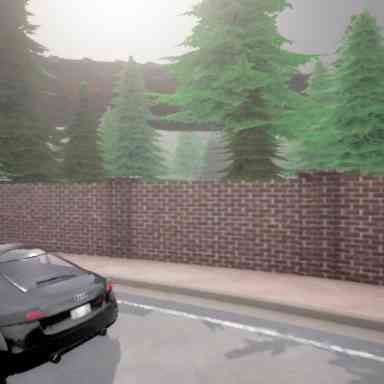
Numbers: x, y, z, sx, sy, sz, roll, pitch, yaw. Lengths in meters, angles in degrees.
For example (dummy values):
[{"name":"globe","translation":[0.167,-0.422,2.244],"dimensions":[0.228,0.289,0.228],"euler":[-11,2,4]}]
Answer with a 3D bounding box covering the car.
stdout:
[{"name":"car","translation":[-3.249,1.544,5.261],"dimensions":[4.181,1.385,1.994],"euler":[0,0,27]}]
